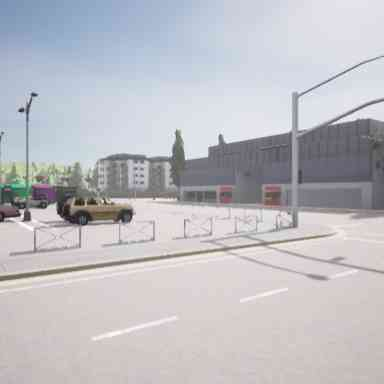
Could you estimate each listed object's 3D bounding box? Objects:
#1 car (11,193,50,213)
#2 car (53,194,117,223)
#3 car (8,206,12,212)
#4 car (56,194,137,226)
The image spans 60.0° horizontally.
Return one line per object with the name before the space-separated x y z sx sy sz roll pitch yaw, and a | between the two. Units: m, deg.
car | -18.927 1.107 39.583 3.866 1.878 1.905 0 0 -35
car | -7.557 1.109 23.589 3.866 1.878 1.905 0 0 -35
car | -20.591 1.346 41.953 3.806 1.475 1.970 0 0 -35
car | -5.930 1.107 21.195 4.605 1.855 1.932 0 0 -35
